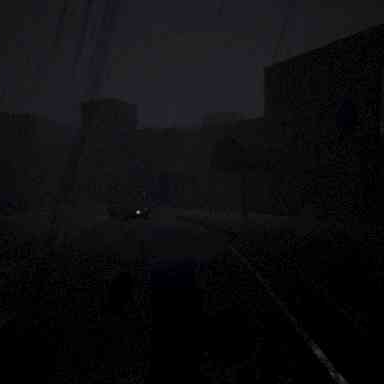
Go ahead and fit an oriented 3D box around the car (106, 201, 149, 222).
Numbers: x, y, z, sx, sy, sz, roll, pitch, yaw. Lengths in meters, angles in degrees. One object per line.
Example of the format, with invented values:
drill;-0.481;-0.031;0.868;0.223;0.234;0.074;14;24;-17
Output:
car;-4.823;1.354;24.552;1.994;1.385;4.181;-2;1;-34

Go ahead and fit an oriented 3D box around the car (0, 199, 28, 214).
car;-19.498;1.476;34.445;5.008;1.535;1.882;-2;2;15
